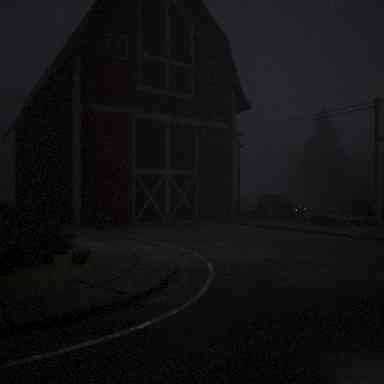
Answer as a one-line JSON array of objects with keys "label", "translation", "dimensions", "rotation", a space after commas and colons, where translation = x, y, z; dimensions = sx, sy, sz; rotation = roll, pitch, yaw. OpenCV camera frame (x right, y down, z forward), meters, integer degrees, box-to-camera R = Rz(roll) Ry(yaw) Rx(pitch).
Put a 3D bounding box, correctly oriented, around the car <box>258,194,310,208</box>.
[{"label": "car", "translation": [9.071, 1.248, 33.576], "dimensions": [2.150, 2.045, 5.566], "rotation": [0, 0, -34]}]
